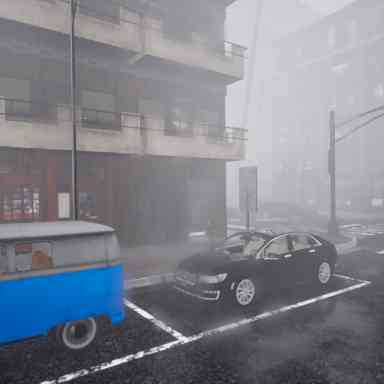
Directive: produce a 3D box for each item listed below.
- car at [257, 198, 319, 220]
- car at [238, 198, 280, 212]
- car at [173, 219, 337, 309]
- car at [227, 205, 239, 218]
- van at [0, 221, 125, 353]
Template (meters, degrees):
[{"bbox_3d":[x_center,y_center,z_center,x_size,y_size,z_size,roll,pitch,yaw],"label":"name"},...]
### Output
[{"bbox_3d":[7.485,1.451,25.990,1.837,1.490,4.892,-1,0,-35],"label":"car"},{"bbox_3d":[7.313,1.357,36.581,1.887,1.381,4.507,-1,1,-35],"label":"car"},{"bbox_3d":[1.623,1.549,7.739,4.403,1.369,2.008,0,-1,-36],"label":"car"},{"bbox_3d":[2.151,1.507,28.916,1.887,1.381,4.507,-1,1,-35],"label":"car"},{"bbox_3d":[-2.917,1.341,4.496,3.998,1.788,1.690,0,-1,-36],"label":"van"}]
